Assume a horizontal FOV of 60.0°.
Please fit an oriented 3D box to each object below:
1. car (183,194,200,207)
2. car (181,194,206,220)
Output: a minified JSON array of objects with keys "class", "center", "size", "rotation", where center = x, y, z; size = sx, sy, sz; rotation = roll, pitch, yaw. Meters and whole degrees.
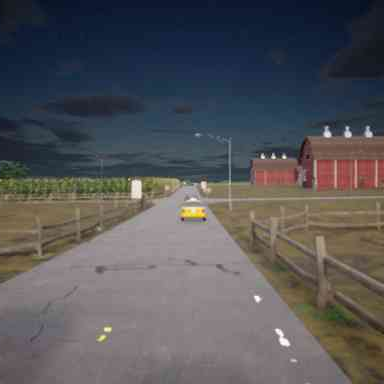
[{"class":"car","center":[-0.117,0.990,42.148],"size":[2.033,1.411,5.357],"rotation":[0,1,-2]},{"class":"car","center":[0.104,1.254,25.496],"size":[1.801,1.575,5.366],"rotation":[0,1,0]}]
